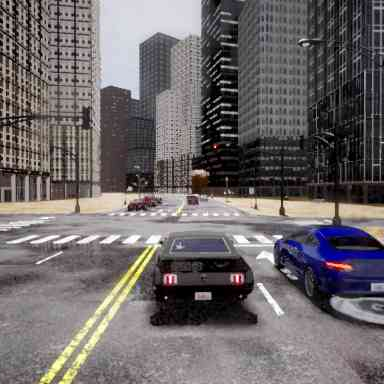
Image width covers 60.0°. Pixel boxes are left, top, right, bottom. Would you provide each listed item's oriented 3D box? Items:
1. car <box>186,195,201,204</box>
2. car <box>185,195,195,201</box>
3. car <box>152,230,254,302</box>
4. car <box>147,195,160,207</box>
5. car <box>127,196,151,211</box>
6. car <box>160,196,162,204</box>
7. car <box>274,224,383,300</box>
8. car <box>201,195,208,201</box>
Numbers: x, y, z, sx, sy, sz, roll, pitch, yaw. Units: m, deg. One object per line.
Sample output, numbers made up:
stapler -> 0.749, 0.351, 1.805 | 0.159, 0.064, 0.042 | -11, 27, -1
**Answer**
car -> 0.201, 1.449, 61.583 | 1.812, 1.442, 4.674 | 0, 0, 0
car -> -0.450, 1.396, 81.356 | 2.128, 1.511, 4.902 | 0, 0, -4
car -> 0.114, 1.598, 8.246 | 1.895, 1.301, 4.718 | 0, 0, -2
car -> -6.502, 1.299, 50.561 | 2.097, 1.767, 4.553 | 0, 0, 0
car -> -6.522, 1.530, 40.312 | 1.994, 1.385, 4.181 | 0, 0, 0
car -> -6.482, 1.416, 60.852 | 2.128, 1.511, 4.902 | 0, 0, 0
car -> 3.356, 1.523, 8.213 | 1.812, 1.442, 4.674 | 0, 0, 1
car -> 2.849, 1.397, 80.515 | 1.812, 1.442, 4.674 | 0, 0, -4
